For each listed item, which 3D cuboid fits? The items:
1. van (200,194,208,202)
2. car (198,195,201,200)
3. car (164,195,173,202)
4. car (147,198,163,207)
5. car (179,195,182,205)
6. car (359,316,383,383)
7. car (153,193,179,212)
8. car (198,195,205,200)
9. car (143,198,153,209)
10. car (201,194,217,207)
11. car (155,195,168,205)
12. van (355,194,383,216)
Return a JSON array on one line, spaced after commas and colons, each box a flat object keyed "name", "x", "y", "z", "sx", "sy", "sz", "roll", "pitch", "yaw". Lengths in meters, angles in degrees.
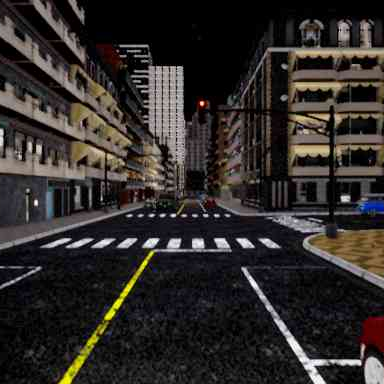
[{"name": "van", "x": 2.771, "y": 1.378, "z": 78.523, "sx": 1.690, "sy": 1.788, "sz": 3.998, "roll": -1, "pitch": 0, "yaw": 0}, {"name": "car", "x": 2.760, "y": 1.577, "z": 67.467, "sx": 2.008, "sy": 1.369, "sz": 4.403, "roll": -1, "pitch": 0, "yaw": 0}, {"name": "car", "x": -5.608, "y": 1.562, "z": 78.368, "sx": 1.752, "sy": 1.417, "sz": 4.829, "roll": -1, "pitch": 0, "yaw": 0}, {"name": "car", "x": -5.639, "y": 1.579, "z": 50.898, "sx": 1.947, "sy": 1.339, "sz": 4.313, "roll": 0, "pitch": 0, "yaw": 0}, {"name": "car", "x": -3.017, "y": 1.542, "z": 56.202, "sx": 1.812, "sy": 1.442, "sz": 4.674, "roll": 0, "pitch": 0, "yaw": 0}, {"name": "car", "x": 2.684, "y": 1.544, "z": 1.884, "sx": 1.887, "sy": 1.381, "sz": 4.507, "roll": 0, "pitch": 0, "yaw": 0}, {"name": "car", "x": -3.054, "y": 1.220, "z": 40.145, "sx": 2.150, "sy": 2.045, "sz": 5.566, "roll": 0, "pitch": 1, "yaw": 0}, {"name": "car", "x": 2.792, "y": 1.601, "z": 95.107, "sx": 1.887, "sy": 1.381, "sz": 4.507, "roll": -1, "pitch": 0, "yaw": 0}, {"name": "car", "x": -5.645, "y": 1.560, "z": 45.371, "sx": 2.008, "sy": 1.369, "sz": 4.403, "roll": 0, "pitch": 0, "yaw": 0}, {"name": "car", "x": 2.740, "y": 1.453, "z": 50.884, "sx": 1.967, "sy": 1.590, "sz": 4.097, "roll": -1, "pitch": 0, "yaw": 0}, {"name": "car", "x": -5.628, "y": 1.461, "z": 61.954, "sx": 1.967, "sy": 1.590, "sz": 4.097, "roll": -1, "pitch": 0, "yaw": 0}, {"name": "van", "x": 15.672, "y": 1.035, "z": 27.440, "sx": 3.998, "sy": 1.788, "sz": 1.690, "roll": -1, "pitch": 1, "yaw": -1}]
